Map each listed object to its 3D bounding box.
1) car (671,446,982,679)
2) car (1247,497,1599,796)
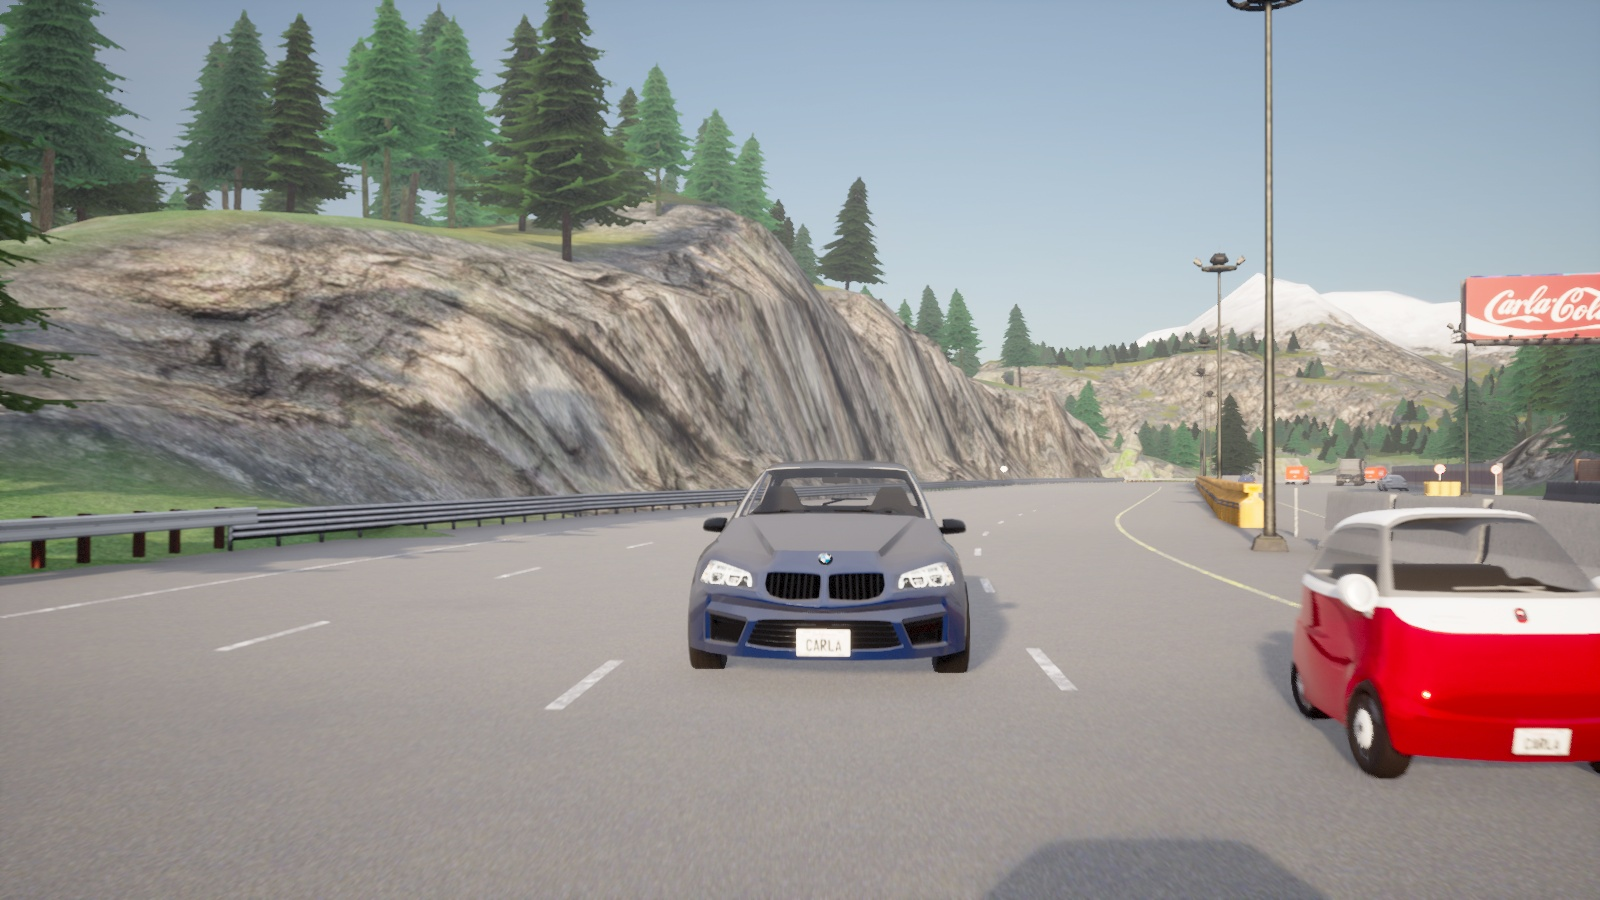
[{"bbox_3d":[0.338,0.848,11.358,2.242,1.667,4.611,0,-1,4],"label":"car"},{"bbox_3d":[3.623,0.973,7.063,1.481,1.376,2.207,-1,-1,2],"label":"car"}]
